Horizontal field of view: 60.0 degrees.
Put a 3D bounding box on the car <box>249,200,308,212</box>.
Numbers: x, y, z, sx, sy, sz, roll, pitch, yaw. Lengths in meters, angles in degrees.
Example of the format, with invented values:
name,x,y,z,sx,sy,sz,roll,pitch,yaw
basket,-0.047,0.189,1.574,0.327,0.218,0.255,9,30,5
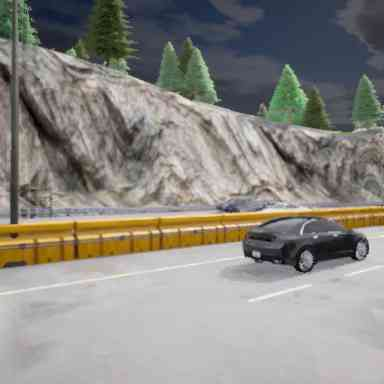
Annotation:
name,x,y,z,sx,sy,sz,roll,pitch,yaw
car,6.995,1.548,25.612,4.674,1.442,1.812,0,0,-32

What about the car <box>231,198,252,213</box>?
name,x,y,z,sx,sy,sz,roll,pitch,yaw
car,6.234,1.515,29.240,4.902,1.511,2.128,0,0,-31

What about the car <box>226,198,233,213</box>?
name,x,y,z,sx,sy,sz,roll,pitch,yaw
car,5.899,1.589,33.112,4.181,1.385,1.994,0,0,-30

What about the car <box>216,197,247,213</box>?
name,x,y,z,sx,sy,sz,roll,pitch,yaw
car,4.847,1.378,36.546,4.553,1.767,2.097,0,0,-30

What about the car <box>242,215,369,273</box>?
name,x,y,z,sx,sy,sz,roll,pitch,yaw
car,3.788,1.514,10.724,4.892,1.490,1.837,0,0,-35
